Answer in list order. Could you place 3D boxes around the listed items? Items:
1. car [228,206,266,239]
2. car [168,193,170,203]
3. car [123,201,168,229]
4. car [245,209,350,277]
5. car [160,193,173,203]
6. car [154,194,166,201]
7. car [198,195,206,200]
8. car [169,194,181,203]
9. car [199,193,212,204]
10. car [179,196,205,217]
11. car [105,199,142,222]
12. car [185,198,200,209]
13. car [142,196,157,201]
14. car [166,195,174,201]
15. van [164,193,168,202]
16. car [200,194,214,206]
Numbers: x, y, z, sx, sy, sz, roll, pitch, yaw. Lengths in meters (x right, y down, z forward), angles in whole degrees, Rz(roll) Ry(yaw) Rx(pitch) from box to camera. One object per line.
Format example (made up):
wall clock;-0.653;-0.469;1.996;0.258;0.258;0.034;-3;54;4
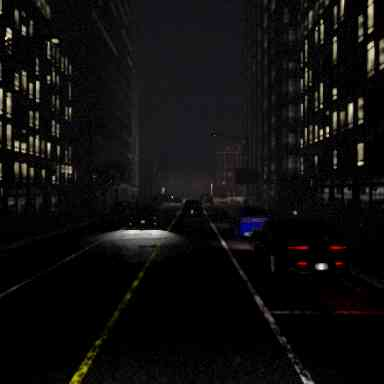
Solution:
car;3.012;1.449;17.175;1.882;1.535;5.008;0;0;0
car;-5.325;1.218;64.369;2.192;1.841;5.009;0;0;0
car;-2.852;1.529;21.247;1.994;1.385;4.181;0;0;0
car;3.019;1.486;10.175;1.837;1.490;4.892;0;0;0
car;-5.325;1.210;69.928;2.192;1.841;5.009;0;0;0
car;-5.322;1.366;47.693;1.967;1.590;4.097;0;0;0
car;2.553;1.399;86.775;1.752;1.417;4.829;0;0;0
car;-2.772;1.480;63.226;1.994;1.385;4.181;0;0;0
car;2.555;1.218;64.370;2.192;1.841;5.009;0;0;0
car;0.045;1.455;31.115;1.837;1.490;4.892;0;0;0
car;-5.320;1.398;25.458;1.967;1.590;4.097;0;0;0
car;0.055;1.531;44.399;1.895;1.301;4.718;0;0;0
car;-5.321;1.493;36.576;2.008;1.369;4.403;0;0;0
car;-5.327;1.463;81.045;1.802;1.307;4.206;0;0;0
van;-5.323;1.259;53.252;1.690;1.788;3.998;0;0;0
car;2.557;1.469;53.253;2.008;1.369;4.403;0;0;0
